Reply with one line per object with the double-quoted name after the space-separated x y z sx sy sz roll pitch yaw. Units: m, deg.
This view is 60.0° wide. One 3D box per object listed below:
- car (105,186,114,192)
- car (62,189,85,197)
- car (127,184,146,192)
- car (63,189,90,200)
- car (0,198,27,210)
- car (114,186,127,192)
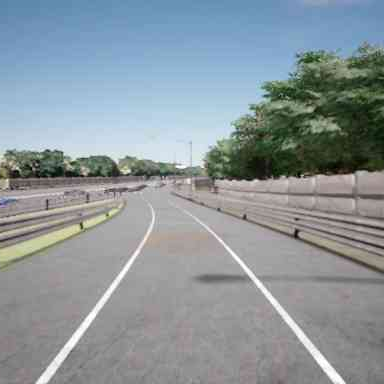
-21.446 -0.844 88.869 1.895 1.301 4.718 0 3 11 "car"
-24.985 0.101 70.182 2.033 1.411 5.357 0 3 11 "car"
-14.574 -0.867 87.535 2.033 1.411 5.357 0 3 11 "car"
-20.146 0.775 58.114 1.895 1.301 4.718 0 3 11 "car"
-23.121 1.526 42.403 1.882 1.535 5.008 0 3 11 "car"
-18.010 -0.898 88.199 2.128 1.511 4.902 0 3 11 "car"
